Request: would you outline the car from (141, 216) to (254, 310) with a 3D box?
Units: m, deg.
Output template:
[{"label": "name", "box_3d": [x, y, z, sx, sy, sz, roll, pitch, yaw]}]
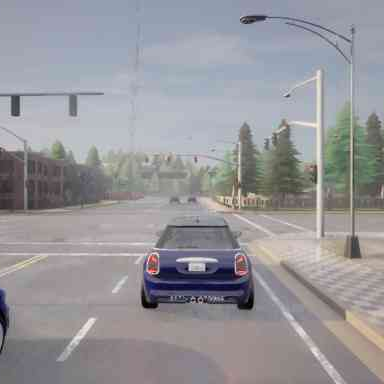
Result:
[{"label": "car", "box_3d": [0.155, 1.352, 8.018, 2.097, 1.767, 4.553, 0, 0, 2]}]

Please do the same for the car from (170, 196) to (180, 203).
[{"label": "car", "box_3d": [-3.495, 1.505, 68.307, 1.837, 1.490, 4.892, 0, 0, 0]}]

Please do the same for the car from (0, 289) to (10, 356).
[{"label": "car", "box_3d": [-3.442, 1.478, 2.563, 1.882, 1.535, 5.008, 0, 0, 0]}]

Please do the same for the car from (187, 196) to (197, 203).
[{"label": "car", "box_3d": [0.005, 1.505, 68.306, 1.837, 1.490, 4.892, 0, 0, 0]}]
